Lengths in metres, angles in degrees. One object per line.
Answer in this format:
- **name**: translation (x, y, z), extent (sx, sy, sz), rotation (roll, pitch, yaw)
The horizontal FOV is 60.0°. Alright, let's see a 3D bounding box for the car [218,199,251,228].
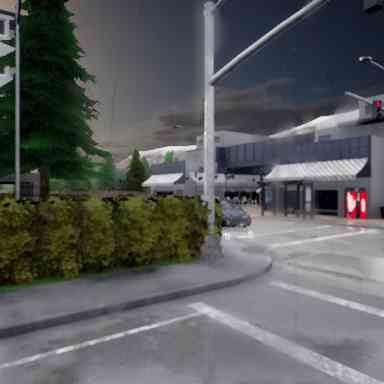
- **car**: translation (1.305, 1.155, 19.435), extent (2.097, 1.767, 4.553), rotation (0, 0, -36)
